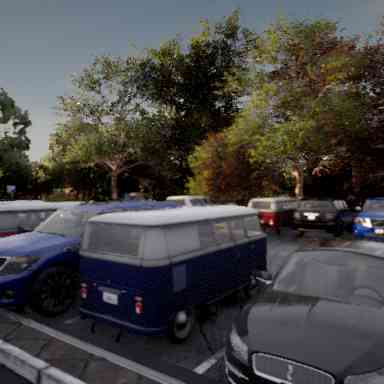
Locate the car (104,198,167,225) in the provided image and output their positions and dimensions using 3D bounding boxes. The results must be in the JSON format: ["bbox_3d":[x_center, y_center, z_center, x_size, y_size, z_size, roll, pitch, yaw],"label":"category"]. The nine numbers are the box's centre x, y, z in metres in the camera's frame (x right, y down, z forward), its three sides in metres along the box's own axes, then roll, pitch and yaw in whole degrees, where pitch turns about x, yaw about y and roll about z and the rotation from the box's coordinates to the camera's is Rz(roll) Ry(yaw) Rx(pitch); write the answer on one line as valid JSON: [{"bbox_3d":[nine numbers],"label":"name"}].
[{"bbox_3d":[-4.227,1.430,25.650,2.185,1.767,4.553,0,0,35],"label":"car"}]

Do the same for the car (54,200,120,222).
[{"bbox_3d":[-8.877,1.563,28.687,1.946,1.575,5.366,0,0,35],"label":"car"}]

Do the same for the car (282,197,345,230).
[{"bbox_3d":[7.087,1.279,17.611,2.435,2.045,5.566,0,0,35],"label":"car"}]

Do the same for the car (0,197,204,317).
[{"bbox_3d":[-2.322,1.283,8.181,2.435,2.045,5.566,0,0,35],"label":"car"}]

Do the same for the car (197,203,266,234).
[{"bbox_3d":[2.653,1.538,20.953,1.946,1.575,5.366,0,0,35],"label":"car"}]

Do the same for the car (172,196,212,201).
[{"bbox_3d":[0.298,1.295,22.433,2.435,2.045,5.566,0,0,35],"label":"car"}]

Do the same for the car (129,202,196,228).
[{"bbox_3d":[-1.997,1.580,23.993,2.163,1.488,4.792,0,0,35],"label":"car"}]

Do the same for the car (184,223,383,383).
[{"bbox_3d":[2.271,1.518,4.962,2.231,1.521,4.892,0,0,35],"label":"car"}]

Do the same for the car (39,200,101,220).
[{"bbox_3d":[-11.031,1.572,30.451,2.231,1.521,4.892,0,0,35],"label":"car"}]

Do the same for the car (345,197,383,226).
[{"bbox_3d":[9.318,1.269,15.957,2.435,2.045,5.566,0,0,35],"label":"car"}]

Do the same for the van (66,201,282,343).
[{"bbox_3d":[0.045,1.303,6.678,1.878,1.987,4.442,0,0,35],"label":"van"}]

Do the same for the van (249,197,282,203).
[{"bbox_3d":[4.875,1.310,19.290,1.878,1.987,4.442,0,0,35],"label":"van"}]
